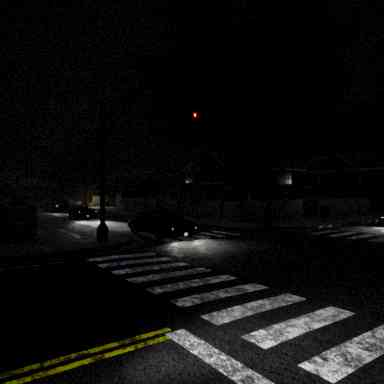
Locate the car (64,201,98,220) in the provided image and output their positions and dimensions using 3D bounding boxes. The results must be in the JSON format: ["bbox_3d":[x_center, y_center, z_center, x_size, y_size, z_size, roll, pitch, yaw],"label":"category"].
[{"bbox_3d":[-10.347,1.840,31.304,1.895,1.301,4.718,0,0,-31],"label":"car"}]

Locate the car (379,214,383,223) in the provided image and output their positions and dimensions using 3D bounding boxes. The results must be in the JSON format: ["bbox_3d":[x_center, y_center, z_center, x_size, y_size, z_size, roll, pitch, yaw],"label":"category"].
[{"bbox_3d":[14.552,1.512,22.055,5.357,1.411,2.033,0,0,-36],"label":"car"}]

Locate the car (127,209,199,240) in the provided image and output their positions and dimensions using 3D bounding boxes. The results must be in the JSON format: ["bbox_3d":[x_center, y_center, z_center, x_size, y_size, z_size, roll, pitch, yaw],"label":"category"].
[{"bbox_3d":[-1.802,1.679,18.312,2.033,1.411,5.357,0,0,-35],"label":"car"}]

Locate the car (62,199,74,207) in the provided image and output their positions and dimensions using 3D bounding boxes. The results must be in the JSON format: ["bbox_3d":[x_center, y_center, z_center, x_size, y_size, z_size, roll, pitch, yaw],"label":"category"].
[{"bbox_3d":[-23.734,2.004,63.590,1.812,1.442,4.674,0,0,-23],"label":"car"}]

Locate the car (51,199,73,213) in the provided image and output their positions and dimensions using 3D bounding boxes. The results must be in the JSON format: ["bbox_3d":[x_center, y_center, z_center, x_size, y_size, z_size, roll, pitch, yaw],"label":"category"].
[{"bbox_3d":[-16.193,1.673,41.401,2.097,1.767,4.553,0,-1,-28],"label":"car"}]
